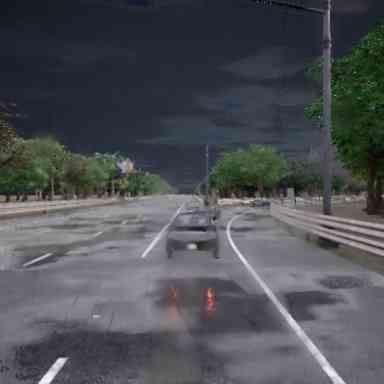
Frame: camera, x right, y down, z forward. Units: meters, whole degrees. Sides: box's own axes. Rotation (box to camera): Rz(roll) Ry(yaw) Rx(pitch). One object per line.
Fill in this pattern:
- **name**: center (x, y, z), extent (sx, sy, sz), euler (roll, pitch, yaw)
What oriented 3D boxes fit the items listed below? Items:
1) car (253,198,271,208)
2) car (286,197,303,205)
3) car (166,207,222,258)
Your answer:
- **car**: center (11.386, 1.732, 54.113), extent (2.128, 1.511, 4.902), euler (0, 0, 30)
- **car**: center (20.967, 1.753, 67.707), extent (1.882, 1.535, 5.008), euler (0, 0, 41)
- **car**: center (0.075, 1.553, 13.076), extent (2.128, 1.511, 4.902), euler (0, 0, 2)
